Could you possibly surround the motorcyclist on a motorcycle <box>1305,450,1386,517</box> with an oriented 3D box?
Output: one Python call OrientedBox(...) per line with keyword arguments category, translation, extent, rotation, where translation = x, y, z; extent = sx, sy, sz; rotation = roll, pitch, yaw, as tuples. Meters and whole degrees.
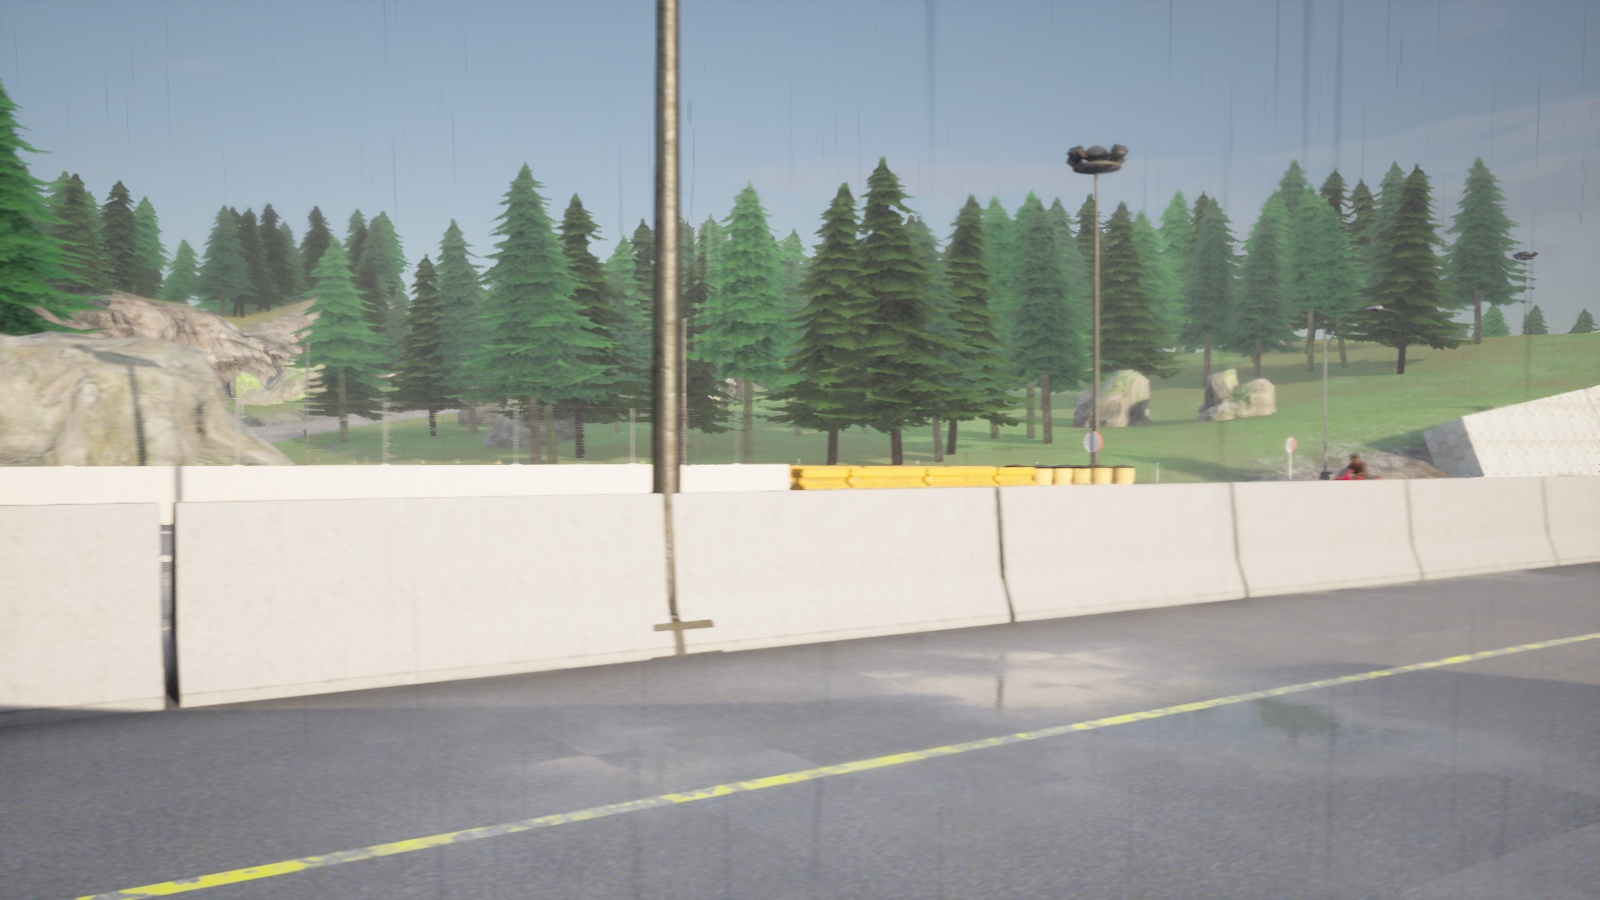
OrientedBox(category="motorcyclist on a motorcycle", translation=(12.916, 0.775, 29.706), extent=(2.044, 1.523, 0.797), rotation=(0, 0, -35))
